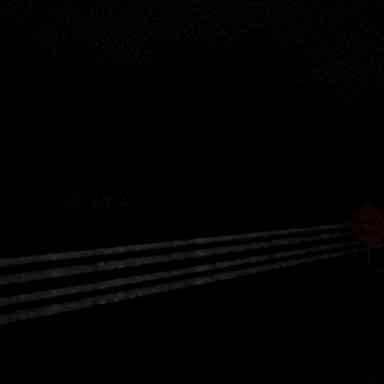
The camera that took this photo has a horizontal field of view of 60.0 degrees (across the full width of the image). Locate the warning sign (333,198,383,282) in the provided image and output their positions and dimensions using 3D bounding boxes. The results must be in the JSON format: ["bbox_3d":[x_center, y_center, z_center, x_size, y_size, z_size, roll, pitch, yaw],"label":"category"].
[{"bbox_3d":[4.424,1.102,8.309,1.060,1.860,1.300,0,0,-35],"label":"warning sign"}]
